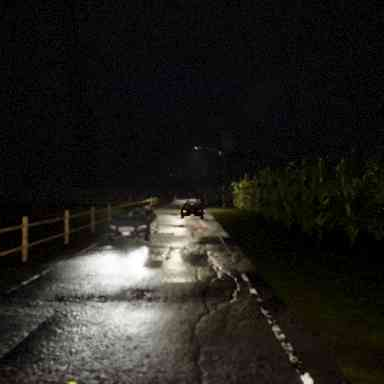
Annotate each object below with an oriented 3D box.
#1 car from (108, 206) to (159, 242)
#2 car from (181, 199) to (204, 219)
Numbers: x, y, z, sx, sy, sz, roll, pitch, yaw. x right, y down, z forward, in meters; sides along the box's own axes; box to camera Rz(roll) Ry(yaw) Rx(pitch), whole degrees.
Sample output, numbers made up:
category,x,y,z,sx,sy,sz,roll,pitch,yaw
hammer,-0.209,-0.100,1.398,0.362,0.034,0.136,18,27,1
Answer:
category,x,y,z,sx,sy,sz,roll,pitch,yaw
car,-2.753,1.480,16.401,2.128,1.511,4.902,0,0,0
car,0.037,1.573,28.837,1.895,1.301,4.718,0,0,1
